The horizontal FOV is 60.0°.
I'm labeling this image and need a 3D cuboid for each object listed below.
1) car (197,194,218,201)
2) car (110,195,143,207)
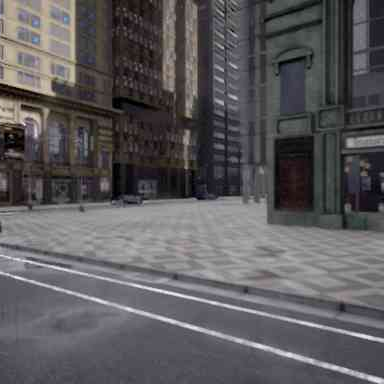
[{"bbox_3d":[2.802,1.041,61.201,1.895,1.301,4.718,0,1,36],"label":"car"},{"bbox_3d":[-8.826,1.162,45.097,2.128,1.511,4.902,0,1,36],"label":"car"}]
